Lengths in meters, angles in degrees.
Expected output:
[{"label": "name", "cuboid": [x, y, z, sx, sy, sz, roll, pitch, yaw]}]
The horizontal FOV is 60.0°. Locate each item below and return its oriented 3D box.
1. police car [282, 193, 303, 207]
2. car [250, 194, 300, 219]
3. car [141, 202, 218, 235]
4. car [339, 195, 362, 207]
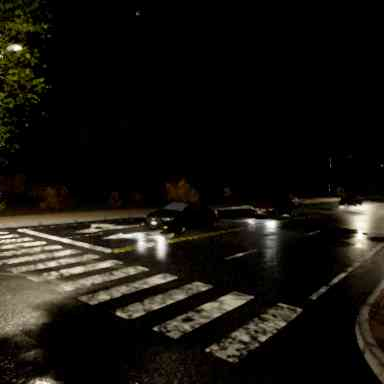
[{"label": "police car", "cuboid": [9.669, 0.935, 34.372, 2.038, 1.542, 4.974, 3, 2, 38]}, {"label": "car", "cuboid": [6.101, 1.115, 24.756, 1.812, 1.442, 4.674, 3, 2, 38]}, {"label": "car", "cuboid": [-0.479, 1.184, 16.408, 1.994, 1.385, 4.181, 3, 2, 38]}, {"label": "car", "cuboid": [20.610, 1.067, 43.024, 2.033, 1.411, 5.357, 3, 2, 38]}]
